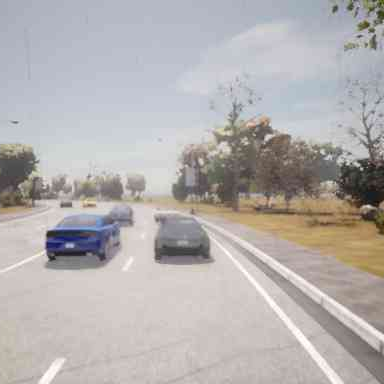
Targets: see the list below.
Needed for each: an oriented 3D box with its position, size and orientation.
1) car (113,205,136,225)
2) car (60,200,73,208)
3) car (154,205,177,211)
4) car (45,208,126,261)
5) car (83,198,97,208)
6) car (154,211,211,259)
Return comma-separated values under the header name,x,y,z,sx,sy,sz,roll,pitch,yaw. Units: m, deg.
name,x,y,z,sx,sy,sz,roll,pitch,yaw
car,-5.397,1.698,25.670,2.033,1.411,5.357,0,0,-8
car,-19.892,1.888,52.797,1.895,1.301,4.718,0,0,-20
car,-2.174,1.766,27.659,1.895,1.301,4.718,0,0,-9
car,-3.925,1.553,12.715,1.882,1.535,5.008,0,-1,-4
car,-16.321,1.775,53.179,1.882,1.535,5.008,0,0,-20
car,-0.440,1.642,12.955,1.994,1.385,4.181,0,0,-4
